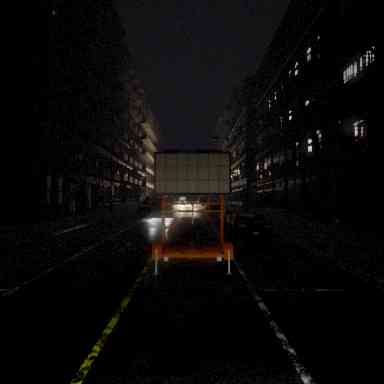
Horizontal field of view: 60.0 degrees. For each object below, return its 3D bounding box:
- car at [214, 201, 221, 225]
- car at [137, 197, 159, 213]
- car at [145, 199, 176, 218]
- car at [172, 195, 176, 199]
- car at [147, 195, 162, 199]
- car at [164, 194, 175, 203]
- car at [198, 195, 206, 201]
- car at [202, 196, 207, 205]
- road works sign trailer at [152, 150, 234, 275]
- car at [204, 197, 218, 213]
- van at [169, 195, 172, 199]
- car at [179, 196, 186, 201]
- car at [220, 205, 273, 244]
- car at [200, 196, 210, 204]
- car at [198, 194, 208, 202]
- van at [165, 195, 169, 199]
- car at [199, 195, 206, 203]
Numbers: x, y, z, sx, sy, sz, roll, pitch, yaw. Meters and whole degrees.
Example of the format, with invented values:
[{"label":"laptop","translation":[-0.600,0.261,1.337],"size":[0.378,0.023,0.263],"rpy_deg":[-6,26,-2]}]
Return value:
[{"label":"car","translation":[2.631,1.554,21.519],"size":[1.752,1.417,4.829],"rpy_deg":[1,0,0]},{"label":"car","translation":[-5.215,1.593,37.849],"size":[1.752,1.417,4.829],"rpy_deg":[2,0,0]},{"label":"car","translation":[-2.784,1.612,30.539],"size":[1.994,1.385,4.181],"rpy_deg":[0,0,0]},{"label":"car","translation":[-5.139,1.499,71.202],"size":[2.192,1.841,5.009],"rpy_deg":[1,0,0]},{"label":"car","translation":[-5.197,1.398,43.551],"size":[2.192,1.841,5.009],"rpy_deg":[2,0,0]},{"label":"car","translation":[-5.128,1.524,76.732],"size":[2.192,1.841,5.009],"rpy_deg":[1,0,0]},{"label":"car","translation":[2.750,1.733,93.249],"size":[1.967,1.590,4.097],"rpy_deg":[1,0,0]},{"label":"car","translation":[2.676,1.633,43.470],"size":[2.008,1.369,4.403],"rpy_deg":[1,0,0]},{"label":"road works sign trailer","translation":[0.019,0.475,10.490],"size":[2.380,3.560,2.880],"rpy_deg":[0,0,0]},{"label":"car","translation":[2.665,1.612,37.939],"size":[1.887,1.381,4.507],"rpy_deg":[1,0,0]},{"label":"van","translation":[-5.163,1.479,60.141],"size":[1.690,1.788,3.998],"rpy_deg":[1,0,0]},{"label":"car","translation":[-2.559,1.798,89.532],"size":[1.812,1.442,4.674],"rpy_deg":[0,0,0]},{"label":"car","translation":[2.618,1.563,15.817],"size":[1.887,1.381,4.507],"rpy_deg":[1,0,0]},{"label":"car","translation":[2.745,1.624,71.124],"size":[1.967,1.590,4.097],"rpy_deg":[1,0,0]},{"label":"car","translation":[2.730,1.550,82.187],"size":[2.192,1.841,5.009],"rpy_deg":[1,0,0]},{"label":"van","translation":[-5.174,1.458,54.609],"size":[1.690,1.788,3.998],"rpy_deg":[2,0,0]},{"label":"car","translation":[2.712,1.682,60.062],"size":[1.887,1.381,4.507],"rpy_deg":[1,0,0]}]
